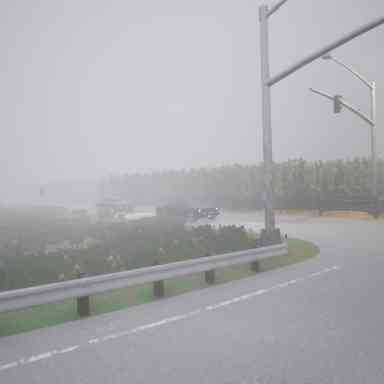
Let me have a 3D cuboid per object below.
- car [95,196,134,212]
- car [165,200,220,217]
[{"bbox_3d":[-7.036,1.124,29.821,1.837,1.490,4.892,-3,2,-40],"label":"car"},{"bbox_3d":[-0.370,1.180,22.021,1.895,1.301,4.718,-3,2,-41],"label":"car"}]
